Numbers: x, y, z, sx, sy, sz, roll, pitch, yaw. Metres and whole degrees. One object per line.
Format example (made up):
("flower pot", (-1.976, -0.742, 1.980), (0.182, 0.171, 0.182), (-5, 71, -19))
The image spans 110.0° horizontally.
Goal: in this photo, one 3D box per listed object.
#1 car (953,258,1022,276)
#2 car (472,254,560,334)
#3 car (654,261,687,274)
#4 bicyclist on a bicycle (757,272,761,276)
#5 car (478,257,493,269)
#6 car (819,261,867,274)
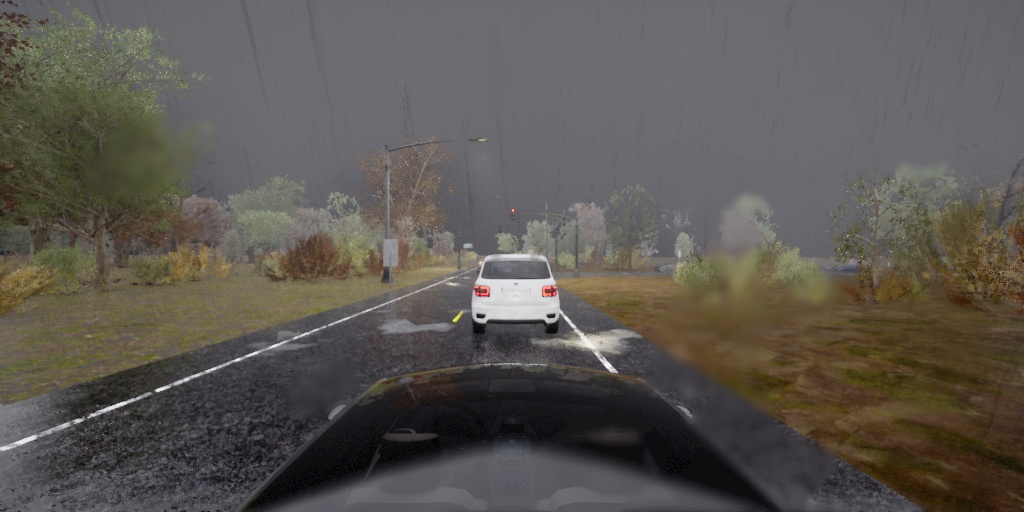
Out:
("car", (49.064, 1.273, 37.129), (4.902, 1.511, 2.128), (0, 0, 5))
("car", (0.086, 0.970, 10.753), (2.150, 2.045, 5.566), (0, 0, 0))
("car", (18.804, 1.318, 41.627), (4.181, 1.385, 1.994), (0, 0, 1))
("bicyclist on a bicycle", (24.009, 1.217, 35.244), (0.582, 1.620, 1.656), (0, 0, 1))
("car", (-4.234, 1.096, 57.769), (2.097, 1.767, 4.553), (0, 0, -2))
("car", (37.853, 1.295, 41.027), (4.674, 1.442, 1.812), (0, 0, 3))
